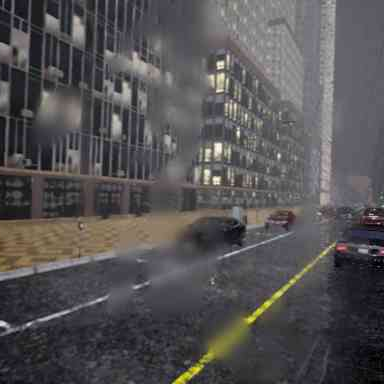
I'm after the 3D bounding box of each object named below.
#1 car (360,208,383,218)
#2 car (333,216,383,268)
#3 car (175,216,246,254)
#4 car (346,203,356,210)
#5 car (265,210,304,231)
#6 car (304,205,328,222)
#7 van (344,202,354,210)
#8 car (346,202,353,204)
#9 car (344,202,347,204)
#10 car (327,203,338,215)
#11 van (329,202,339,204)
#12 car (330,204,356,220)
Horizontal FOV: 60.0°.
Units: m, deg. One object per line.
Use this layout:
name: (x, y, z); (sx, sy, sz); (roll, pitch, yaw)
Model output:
car: (14.816, 2.067, 26.946); (2.097, 1.767, 4.553); (2, -1, 30)
car: (6.340, 1.861, 12.082); (2.033, 1.411, 5.357); (2, -1, 30)
car: (0.976, 1.718, 14.359); (1.947, 1.339, 4.313); (2, 0, 30)
car: (37.612, 3.433, 78.630); (1.947, 1.339, 4.313); (2, 0, 30)
car: (6.611, 2.003, 24.245); (1.802, 1.307, 4.206); (2, 0, 30)
car: (12.249, 2.238, 34.135); (2.008, 1.369, 4.403); (2, 0, 30)
van: (34.802, 3.078, 73.687); (1.690, 1.788, 3.998); (2, 0, 30)
car: (31.980, 3.047, 68.742); (1.967, 1.590, 4.097); (2, 0, 30)
car: (23.521, 2.797, 53.910); (1.802, 1.307, 4.206); (2, 0, 30)
car: (17.885, 2.497, 44.022); (1.887, 1.381, 4.507); (2, 0, 30)
van: (20.711, 2.425, 48.968); (1.690, 1.788, 3.998); (2, 0, 30)
car: (17.321, 2.390, 37.696); (1.837, 1.490, 4.892); (2, -1, 30)
